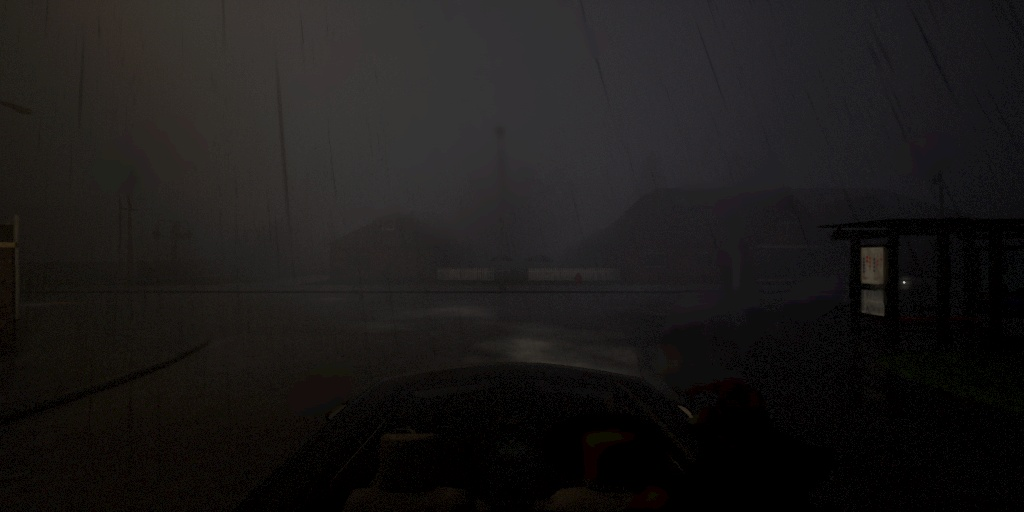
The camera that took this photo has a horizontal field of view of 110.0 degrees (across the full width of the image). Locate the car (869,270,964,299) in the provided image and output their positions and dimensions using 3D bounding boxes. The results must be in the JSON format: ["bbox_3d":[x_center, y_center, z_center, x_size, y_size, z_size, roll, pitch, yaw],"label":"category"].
[{"bbox_3d":[20.335,1.349,17.302,4.718,1.301,1.895,0,0,0],"label":"car"}]

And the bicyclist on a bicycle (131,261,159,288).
[{"bbox_3d":[-22.108,1.097,21.605,0.582,1.620,1.656,0,0,0],"label":"bicyclist on a bicycle"}]
